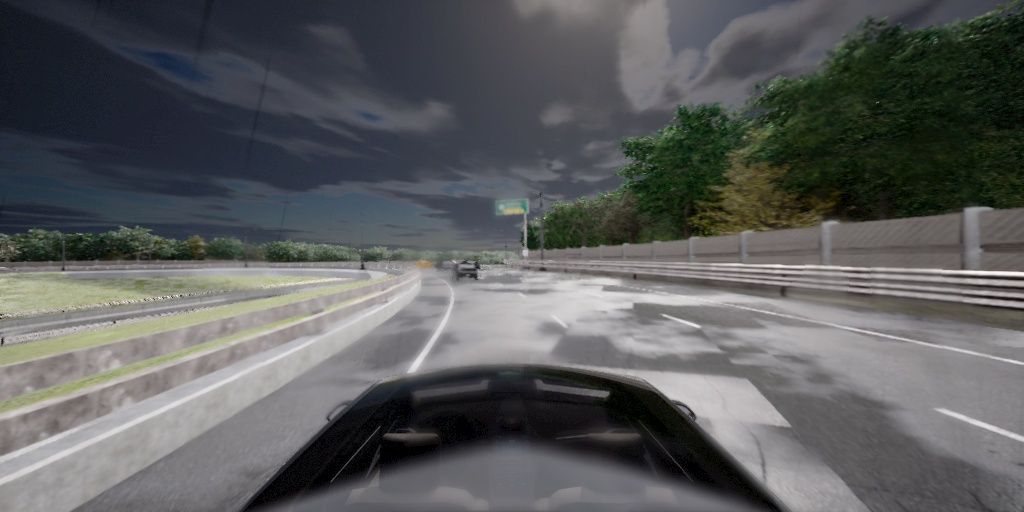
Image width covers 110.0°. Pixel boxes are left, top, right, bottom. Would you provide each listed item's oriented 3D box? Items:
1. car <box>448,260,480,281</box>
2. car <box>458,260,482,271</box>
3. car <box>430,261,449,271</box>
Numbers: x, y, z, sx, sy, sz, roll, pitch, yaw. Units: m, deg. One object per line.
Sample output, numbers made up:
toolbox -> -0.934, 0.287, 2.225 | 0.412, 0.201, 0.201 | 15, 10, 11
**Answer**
car -> -4.157, 1.345, 31.187 | 1.837, 1.490, 4.892 | 0, 0, -16
car -> -6.441, 1.396, 54.717 | 1.837, 1.490, 4.892 | 0, 0, -29
car -> -10.259, 1.507, 54.642 | 2.033, 1.411, 5.357 | -1, 0, -30
